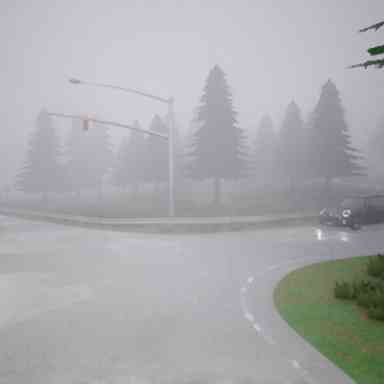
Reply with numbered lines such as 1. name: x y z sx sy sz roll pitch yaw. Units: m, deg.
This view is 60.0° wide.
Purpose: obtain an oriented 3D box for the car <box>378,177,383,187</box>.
1. car: 25.079 -1.265 43.044 1.837 1.490 4.892 0 5 0

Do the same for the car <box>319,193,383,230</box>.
1. car: 9.294 1.005 18.420 4.553 1.767 2.097 -3 1 -23

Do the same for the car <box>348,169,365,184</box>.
1. car: 26.224 -2.508 53.148 2.150 2.045 5.566 0 6 23

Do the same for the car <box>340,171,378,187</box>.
1. car: 21.573 -1.819 43.931 2.150 2.045 5.566 0 5 0
